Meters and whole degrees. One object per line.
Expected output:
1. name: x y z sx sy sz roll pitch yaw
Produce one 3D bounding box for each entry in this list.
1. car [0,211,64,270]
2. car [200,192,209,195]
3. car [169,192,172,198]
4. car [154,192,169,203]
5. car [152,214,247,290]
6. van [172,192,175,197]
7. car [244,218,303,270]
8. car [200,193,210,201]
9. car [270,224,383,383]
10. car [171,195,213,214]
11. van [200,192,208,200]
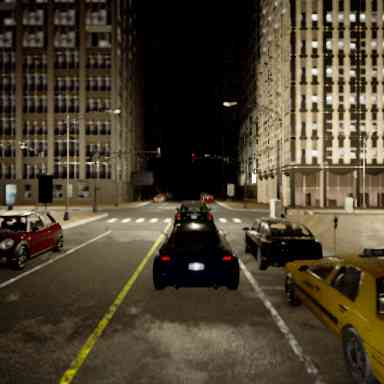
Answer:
1. car: -5.687 1.396 10.602 1.967 1.590 4.097 0 0 0
2. car: 2.791 1.147 59.863 1.967 1.590 4.097 0 0 0
3. car: -5.713 0.988 65.549 2.192 1.841 5.009 0 0 0
4. car: -5.780 1.148 59.864 1.967 1.590 4.097 0 0 0
5. car: 0.098 1.527 8.978 1.994 1.385 4.181 0 0 0
6. van: -5.683 0.905 82.604 1.690 1.788 3.998 0 0 0
7. car: 2.693 1.506 10.603 2.008 1.369 4.403 0 0 0
8. car: 2.696 1.077 71.231 1.967 1.590 4.097 0 0 0
9. car: 2.692 1.504 5.106 1.752 1.417 4.829 0 0 0
10. car: 0.100 1.270 18.893 2.097 1.767 4.553 0 0 0
11. van: 2.697 0.941 76.915 1.690 1.788 3.998 0 0 0
